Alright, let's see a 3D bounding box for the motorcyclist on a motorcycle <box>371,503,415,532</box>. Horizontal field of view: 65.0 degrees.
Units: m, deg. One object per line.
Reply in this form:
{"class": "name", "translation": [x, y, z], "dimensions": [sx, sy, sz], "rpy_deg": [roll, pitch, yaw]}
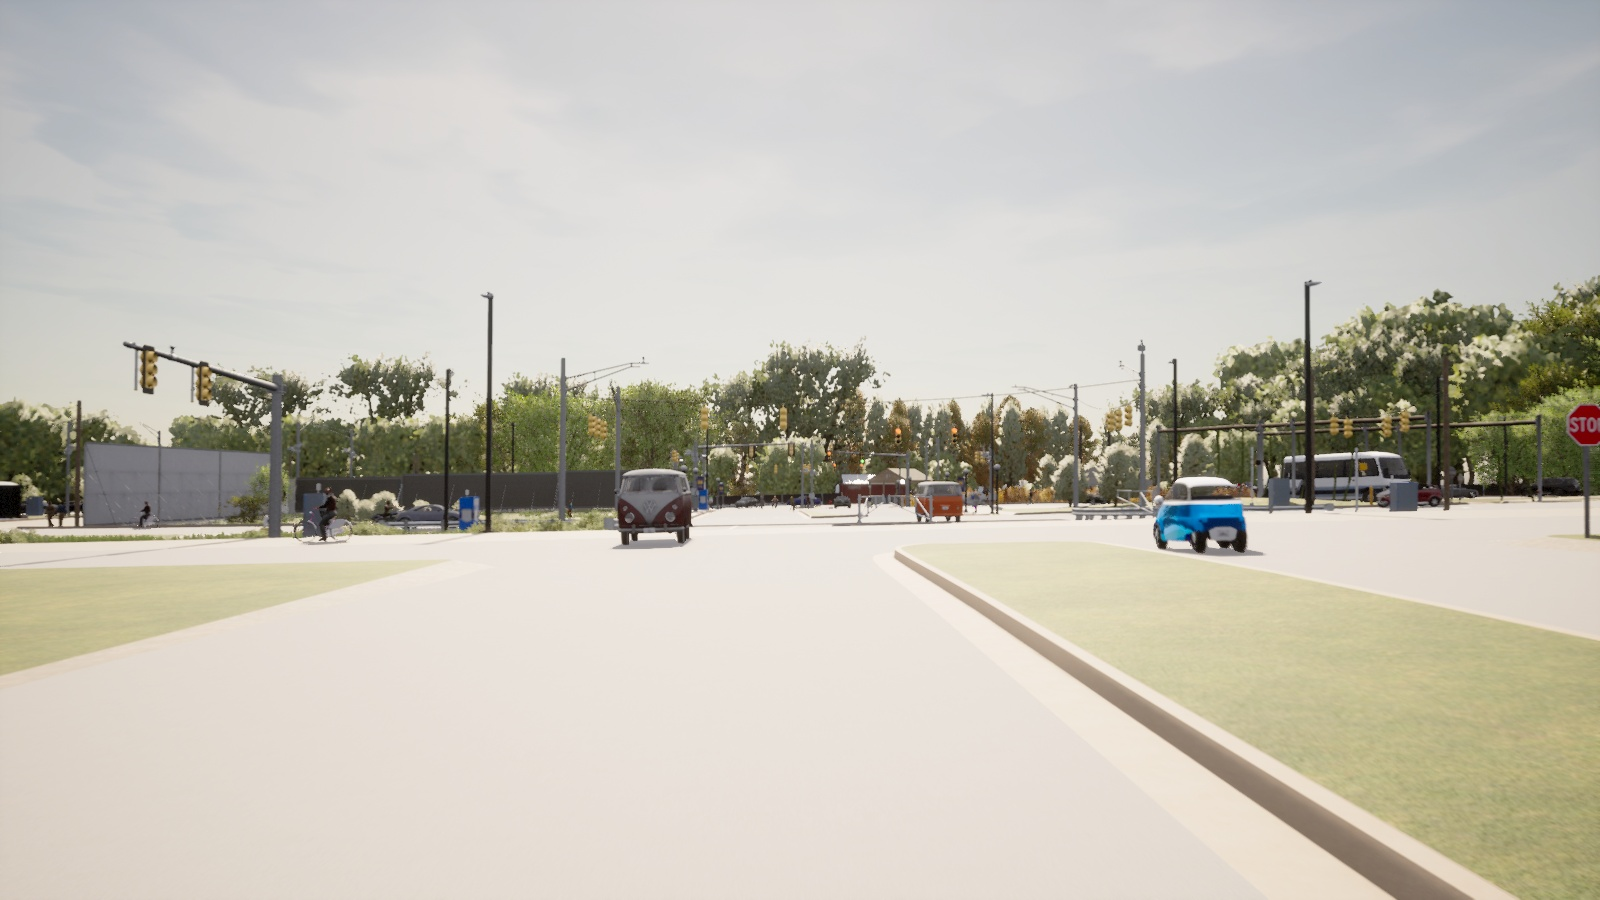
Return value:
{"class": "motorcyclist on a motorcycle", "translation": [-24.091, 3.995, 74.412], "dimensions": [2.350, 1.649, 0.766], "rpy_deg": [-1, -2, -1]}

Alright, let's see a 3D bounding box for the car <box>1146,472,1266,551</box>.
{"class": "car", "translation": [7.571, 1.129, 23.582], "dimensions": [1.481, 1.376, 2.207], "rpy_deg": [-2, -2, 0]}

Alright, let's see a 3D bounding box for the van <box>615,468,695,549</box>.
{"class": "van", "translation": [-3.862, 1.556, 34.089], "dimensions": [1.775, 1.987, 4.442], "rpy_deg": [-2, -2, -2]}

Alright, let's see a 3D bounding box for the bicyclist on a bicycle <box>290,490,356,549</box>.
{"class": "bicyclist on a bicycle", "translation": [-15.181, 2.204, 39.994], "dimensions": [1.843, 1.776, 0.659], "rpy_deg": [-2, -2, -1]}

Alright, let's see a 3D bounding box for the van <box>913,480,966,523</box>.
{"class": "van", "translation": [6.748, 2.475, 61.276], "dimensions": [1.775, 1.987, 4.442], "rpy_deg": [-1, -1, -4]}

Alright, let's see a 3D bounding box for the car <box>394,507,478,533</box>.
{"class": "car", "translation": [-20.544, 3.941, 70.945], "dimensions": [4.181, 1.385, 1.994], "rpy_deg": [-1, -2, -1]}

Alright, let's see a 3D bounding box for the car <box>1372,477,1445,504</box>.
{"class": "car", "translation": [38.378, 2.554, 79.228], "dimensions": [3.705, 1.549, 1.789], "rpy_deg": [-2, -2, -2]}
